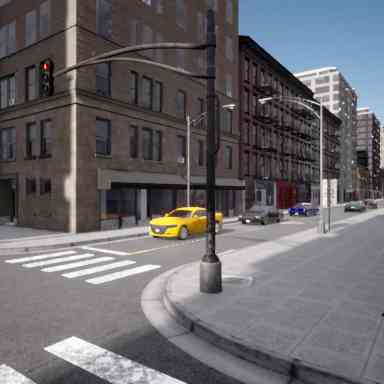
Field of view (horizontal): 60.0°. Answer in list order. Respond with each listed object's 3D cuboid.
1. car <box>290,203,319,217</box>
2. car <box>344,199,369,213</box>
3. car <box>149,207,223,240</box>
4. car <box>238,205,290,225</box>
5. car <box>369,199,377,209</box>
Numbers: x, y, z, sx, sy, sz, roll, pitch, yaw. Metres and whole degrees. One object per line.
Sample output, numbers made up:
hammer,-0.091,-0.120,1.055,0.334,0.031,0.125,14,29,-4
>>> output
car,11.528,1.815,34.321,1.895,1.301,4.718,0,0,36
car,20.740,1.843,42.182,1.994,1.385,4.181,0,0,36
car,-0.198,1.575,17.882,1.882,1.535,5.008,0,0,35
car,5.542,1.703,25.941,2.033,1.411,5.357,0,0,35
car,27.672,1.844,51.910,1.837,1.490,4.892,0,0,36
